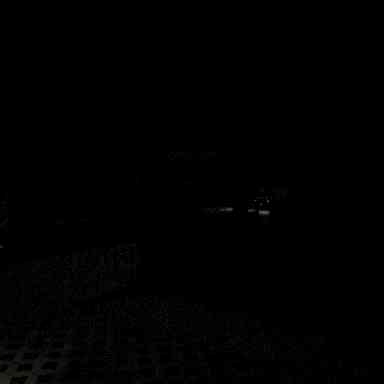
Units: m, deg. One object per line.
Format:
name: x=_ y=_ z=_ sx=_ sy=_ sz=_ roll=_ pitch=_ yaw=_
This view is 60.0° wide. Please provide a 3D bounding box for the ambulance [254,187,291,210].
ambulance: x=9.240 y=0.649 z=38.246 sx=2.351 sy=2.431 sz=6.366 roll=3 pitch=2 yaw=35
